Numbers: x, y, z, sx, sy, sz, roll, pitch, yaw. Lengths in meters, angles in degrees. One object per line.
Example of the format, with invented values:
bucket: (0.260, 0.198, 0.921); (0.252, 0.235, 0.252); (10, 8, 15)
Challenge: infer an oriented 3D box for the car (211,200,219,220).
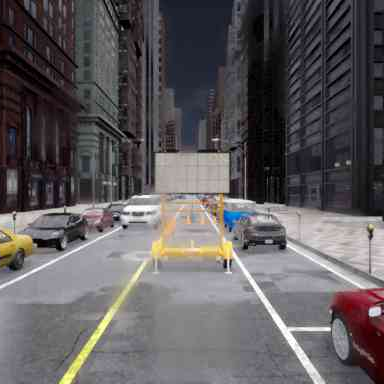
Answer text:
car: (2.785, 1.560, 25.451); (2.008, 1.369, 4.403); (0, 0, 0)

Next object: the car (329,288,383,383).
car: (2.764, 1.545, 2.906); (1.887, 1.381, 4.507); (0, 0, 0)

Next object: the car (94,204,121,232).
car: (-5.745, 1.587, 19.806); (1.802, 1.307, 4.206); (0, 0, 0)

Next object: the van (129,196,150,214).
van: (-5.729, 1.359, 36.716); (1.690, 1.788, 3.998); (0, 0, 0)

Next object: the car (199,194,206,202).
car: (2.817, 1.359, 59.268); (2.192, 1.841, 5.009); (0, 0, 0)

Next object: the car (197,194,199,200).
car: (2.839, 1.606, 81.983); (1.752, 1.417, 4.829); (0, 0, 0)

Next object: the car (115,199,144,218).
car: (-5.734, 1.453, 31.080); (1.967, 1.590, 4.097); (0, 0, 0)

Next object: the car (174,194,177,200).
car: (-5.680, 1.657, 87.445); (1.947, 1.339, 4.313); (0, 0, 0)

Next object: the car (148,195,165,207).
car: (-5.713, 1.351, 53.625); (2.192, 1.841, 5.009); (0, 0, 0)

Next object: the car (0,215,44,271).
car: (-5.756, 1.526, 8.363); (1.752, 1.417, 4.829); (0, 0, 0)

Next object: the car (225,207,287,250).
car: (2.775, 1.554, 14.178); (2.008, 1.369, 4.403); (0, 0, 0)

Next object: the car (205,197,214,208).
car: (2.796, 1.569, 36.723); (2.008, 1.369, 4.403); (0, 0, 0)

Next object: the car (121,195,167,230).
car: (-3.079, 1.228, 21.662); (2.150, 2.045, 5.566); (0, 0, 0)

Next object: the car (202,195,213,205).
car: (2.807, 1.575, 47.995); (1.887, 1.381, 4.507); (0, 0, 0)

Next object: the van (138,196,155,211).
van: (-5.724, 1.365, 42.352); (1.690, 1.788, 3.998); (0, 0, 0)

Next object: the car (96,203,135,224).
car: (-5.740, 1.575, 25.443); (1.947, 1.339, 4.313); (0, 0, 0)

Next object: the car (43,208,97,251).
car: (-5.750, 1.569, 14.169); (1.947, 1.339, 4.313); (0, 0, 0)

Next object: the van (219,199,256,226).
van: (2.780, 1.346, 19.814); (1.690, 1.788, 3.998); (0, 0, 0)

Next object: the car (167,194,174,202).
car: (-5.691, 1.615, 76.172); (1.887, 1.381, 4.507); (0, 0, 0)

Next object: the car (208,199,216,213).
car: (2.791, 1.595, 31.087); (1.802, 1.307, 4.206); (0, 0, 0)

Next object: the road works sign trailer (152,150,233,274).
road works sign trailer: (0.010, 0.466, 10.566); (2.380, 3.560, 2.880); (0, 0, 0)
